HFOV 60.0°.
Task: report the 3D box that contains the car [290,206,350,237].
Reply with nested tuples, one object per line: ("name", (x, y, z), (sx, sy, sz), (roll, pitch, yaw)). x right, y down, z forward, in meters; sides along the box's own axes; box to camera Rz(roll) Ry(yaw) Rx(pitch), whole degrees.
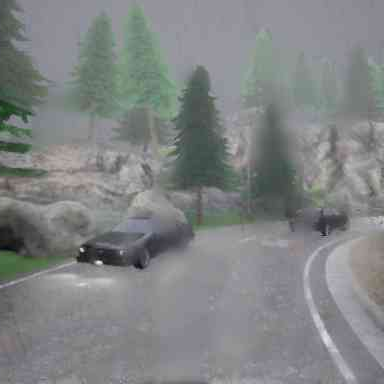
("car", (7.168, 1.528, 18.527), (1.837, 1.490, 4.892), (-1, -1, 43))

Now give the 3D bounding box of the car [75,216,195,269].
("car", (-1.573, 1.556, 11.586), (2.033, 1.411, 5.357), (0, 0, 22))
